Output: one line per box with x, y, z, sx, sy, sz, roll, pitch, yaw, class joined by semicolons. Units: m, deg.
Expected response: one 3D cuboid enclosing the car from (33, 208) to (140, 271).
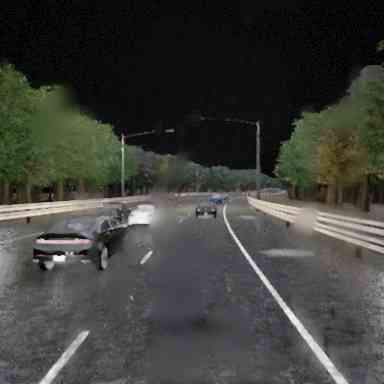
-3.331;1.494;10.928;2.128;1.511;4.902;0;0;2;car

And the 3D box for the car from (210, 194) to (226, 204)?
4.095;1.225;55.236;1.882;1.535;5.008;0;1;8;car

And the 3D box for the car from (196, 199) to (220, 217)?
1.432;1.599;31.586;1.895;1.301;4.718;0;0;5;car

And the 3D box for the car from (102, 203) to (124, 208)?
-5.965;1.553;26.320;2.033;1.411;5.357;0;0;4;car

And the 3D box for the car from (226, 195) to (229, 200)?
6.973;1.084;73.473;1.994;1.385;4.181;0;0;11;car

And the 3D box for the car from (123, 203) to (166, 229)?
-2.864;1.533;21.777;1.812;1.442;4.674;0;0;3;car
